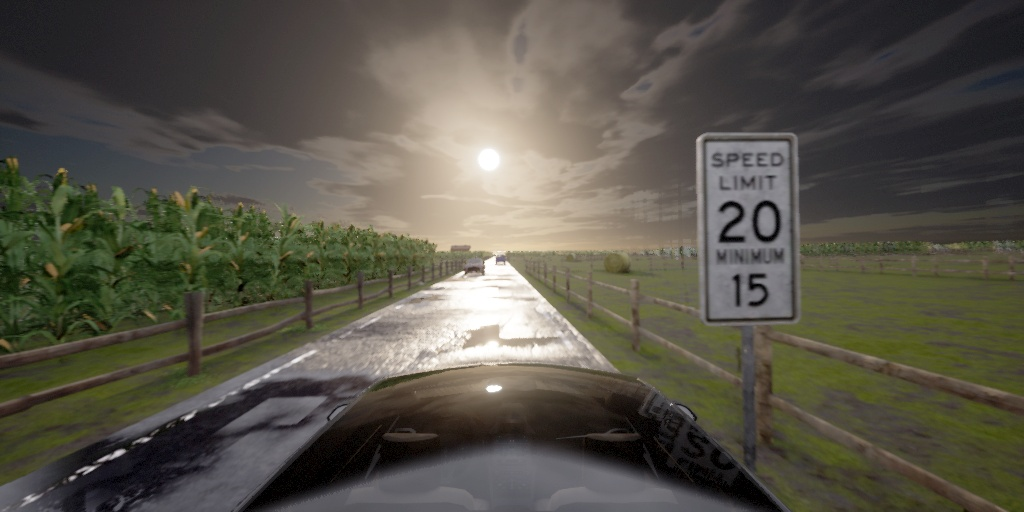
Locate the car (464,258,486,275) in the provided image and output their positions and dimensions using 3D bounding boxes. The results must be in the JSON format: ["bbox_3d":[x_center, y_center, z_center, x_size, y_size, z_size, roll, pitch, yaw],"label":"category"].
[{"bbox_3d":[-3.914,1.019,38.264,2.097,1.767,4.553,-1,0,-2],"label":"car"}]
